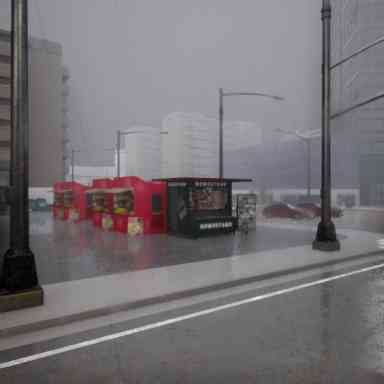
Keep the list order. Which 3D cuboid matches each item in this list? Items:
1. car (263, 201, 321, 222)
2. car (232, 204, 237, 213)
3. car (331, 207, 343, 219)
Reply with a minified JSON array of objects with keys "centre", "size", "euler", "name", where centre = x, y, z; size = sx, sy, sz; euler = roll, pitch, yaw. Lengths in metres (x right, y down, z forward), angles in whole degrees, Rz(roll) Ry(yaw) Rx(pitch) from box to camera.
[{"centre":[8.071,1.647,28.008],"size":[1.812,1.442,4.674],"euler":[0,0,-36],"name":"car"},{"centre":[3.452,1.780,40.353],"size":[2.128,1.511,4.902],"euler":[0,-1,-36],"name":"car"},{"centre":[11.013,1.599,29.908],"size":[1.882,1.535,5.008],"euler":[0,-1,-36],"name":"car"}]
